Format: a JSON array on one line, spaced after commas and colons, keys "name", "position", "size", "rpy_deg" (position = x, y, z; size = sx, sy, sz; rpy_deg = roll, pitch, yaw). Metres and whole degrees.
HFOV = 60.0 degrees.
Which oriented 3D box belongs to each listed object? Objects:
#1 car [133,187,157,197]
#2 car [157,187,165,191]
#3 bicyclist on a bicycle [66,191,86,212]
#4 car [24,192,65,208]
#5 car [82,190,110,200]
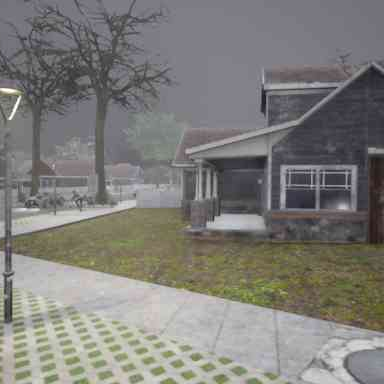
[{"name": "car", "position": [-7.429, 0.083, 51.101], "size": [1.895, 1.301, 4.718], "rpy_deg": [1, 2, 11]}, {"name": "car", "position": [-5.681, -0.238, 60.952], "size": [1.895, 1.301, 4.718], "rpy_deg": [1, 2, 10]}, {"name": "bicyclist on a bicycle", "position": [-9.038, 0.721, 25.911], "size": [1.656, 1.620, 0.582], "rpy_deg": [1, 2, 10]}, {"name": "car", "position": [-13.938, 0.709, 31.702], "size": [1.994, 1.385, 4.181], "rpy_deg": [1, 2, 11]}, {"name": "car", "position": [-12.028, 0.261, 42.045], "size": [2.128, 1.511, 4.902], "rpy_deg": [1, 2, 10]}]
